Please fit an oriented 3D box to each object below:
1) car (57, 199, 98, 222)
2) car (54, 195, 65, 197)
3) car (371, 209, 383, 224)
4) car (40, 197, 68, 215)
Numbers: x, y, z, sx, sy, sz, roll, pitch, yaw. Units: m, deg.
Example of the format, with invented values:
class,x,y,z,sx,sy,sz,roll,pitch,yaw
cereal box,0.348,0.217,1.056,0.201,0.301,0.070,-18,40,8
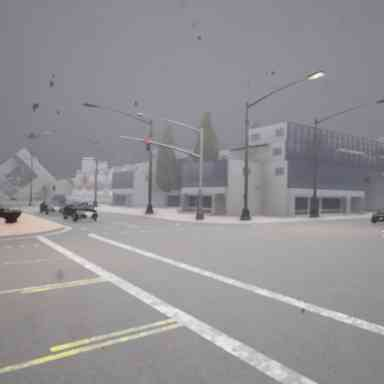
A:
class,x,y,z,sx,sy,sz,roll,pitch,yaw
car,-9.355,1.612,27.748,2.128,1.511,4.902,2,-1,-35
car,-21.388,1.456,53.702,2.150,2.045,5.566,1,-1,-21
car,17.734,2.136,29.559,4.181,1.385,1.994,1,-1,-36
car,-15.254,1.615,36.224,2.128,1.511,4.902,1,-1,-35
